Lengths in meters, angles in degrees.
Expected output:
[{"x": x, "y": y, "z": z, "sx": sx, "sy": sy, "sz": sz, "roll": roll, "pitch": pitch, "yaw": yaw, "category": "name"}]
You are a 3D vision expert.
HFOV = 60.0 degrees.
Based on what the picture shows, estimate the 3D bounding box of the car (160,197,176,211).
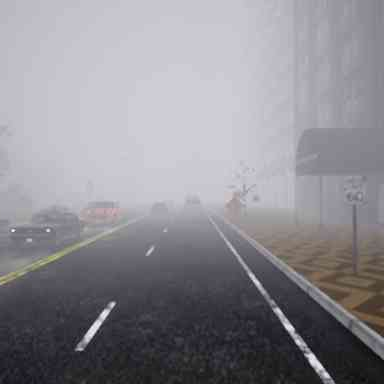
[{"x": -3.206, "y": 1.803, "z": 45.652, "sx": 2.033, "sy": 1.411, "sz": 5.357, "roll": 0, "pitch": 0, "yaw": 0, "category": "car"}]

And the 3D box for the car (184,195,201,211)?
[{"x": 0.091, "y": 1.482, "z": 46.001, "sx": 2.150, "sy": 2.045, "sz": 5.566, "roll": 0, "pitch": 0, "yaw": 0, "category": "car"}]

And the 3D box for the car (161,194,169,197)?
[{"x": -6.444, "y": 1.405, "z": 79.226, "sx": 2.150, "sy": 2.045, "sz": 5.566, "roll": 0, "pitch": -1, "yaw": 0, "category": "car"}]

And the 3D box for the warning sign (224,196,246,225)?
[{"x": 2.843, "y": 1.212, "z": 22.115, "sx": 1.300, "sy": 1.860, "sz": 1.060, "roll": -1, "pitch": -2, "yaw": 0, "category": "warning sign"}]

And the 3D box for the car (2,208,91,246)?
[{"x": -6.586, "y": 1.662, "z": 15.715, "sx": 1.895, "sy": 1.301, "sz": 4.718, "roll": 0, "pitch": 0, "yaw": 0, "category": "car"}]

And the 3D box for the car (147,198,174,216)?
[{"x": -3.226, "y": 1.698, "z": 34.432, "sx": 1.812, "sy": 1.442, "sz": 4.674, "roll": 0, "pitch": 0, "yaw": 0, "category": "car"}]

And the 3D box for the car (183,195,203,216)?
[{"x": 0.127, "y": 1.533, "z": 35.567, "sx": 2.097, "sy": 1.767, "sz": 4.553, "roll": 0, "pitch": 0, "yaw": 0, "category": "car"}]

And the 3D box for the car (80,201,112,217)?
[{"x": -9.775, "y": 1.675, "z": 34.379, "sx": 1.837, "sy": 1.490, "sz": 4.892, "roll": 0, "pitch": 0, "yaw": 0, "category": "car"}]

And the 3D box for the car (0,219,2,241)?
[{"x": -9.836, "y": 1.601, "z": 14.125, "sx": 2.033, "sy": 1.411, "sz": 5.357, "roll": 0, "pitch": 0, "yaw": 0, "category": "car"}]

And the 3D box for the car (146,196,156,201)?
[{"x": -9.694, "y": 1.535, "z": 79.287, "sx": 2.097, "sy": 1.767, "sz": 4.553, "roll": 0, "pitch": -1, "yaw": 0, "category": "car"}]

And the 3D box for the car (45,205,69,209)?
[{"x": -9.816, "y": 1.669, "z": 24.059, "sx": 1.994, "sy": 1.385, "sz": 4.181, "roll": 0, "pitch": 0, "yaw": 1, "category": "car"}]

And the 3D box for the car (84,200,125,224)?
[{"x": -6.567, "y": 1.466, "z": 25.486, "sx": 2.097, "sy": 1.767, "sz": 4.553, "roll": 0, "pitch": 0, "yaw": 0, "category": "car"}]
